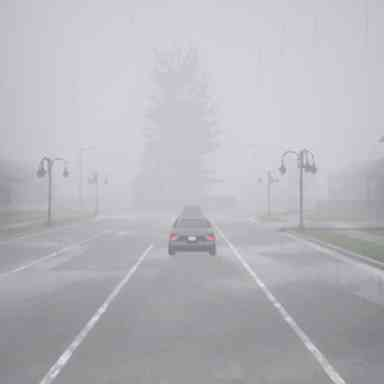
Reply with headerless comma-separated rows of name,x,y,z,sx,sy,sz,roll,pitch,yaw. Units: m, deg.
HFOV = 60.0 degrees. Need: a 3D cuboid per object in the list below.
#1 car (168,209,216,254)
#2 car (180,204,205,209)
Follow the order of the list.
car,0.004,1.681,13.997,2.033,1.411,5.357,0,-1,0
car,0.044,1.785,29.307,1.837,1.490,4.892,0,0,1
